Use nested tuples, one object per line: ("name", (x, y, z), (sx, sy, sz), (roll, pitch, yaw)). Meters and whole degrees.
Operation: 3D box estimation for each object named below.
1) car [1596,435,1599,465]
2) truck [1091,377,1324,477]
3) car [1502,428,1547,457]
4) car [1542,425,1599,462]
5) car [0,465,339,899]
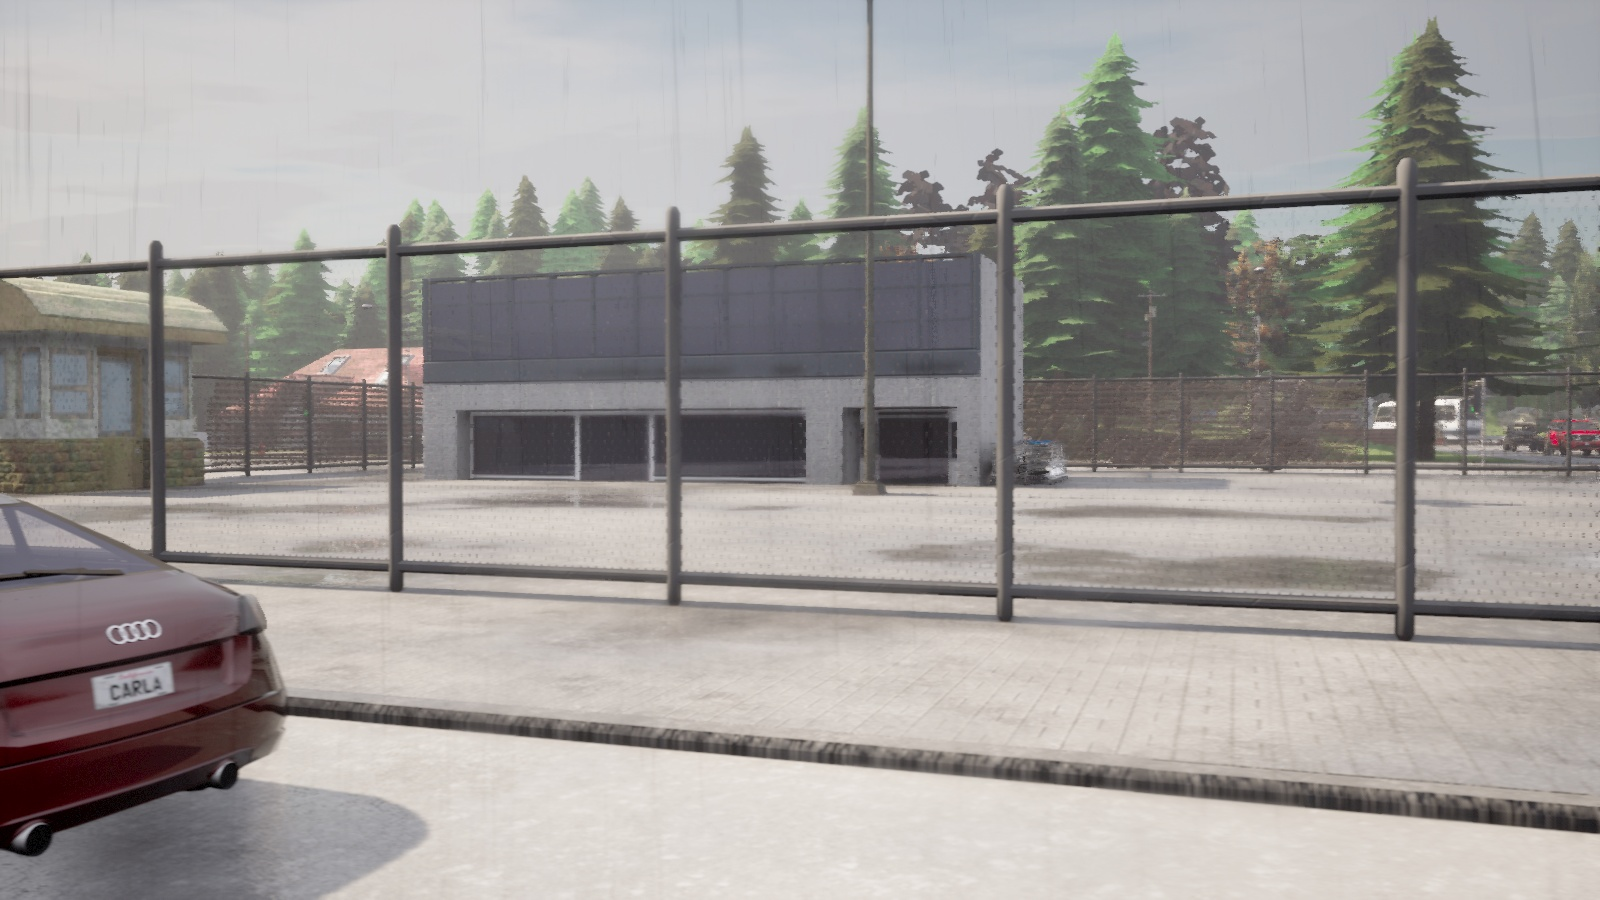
("car", (40.634, 0.040, 61.666), (1.845, 1.501, 3.633), (1, 1, 20))
("truck", (14.968, -0.845, 46.450), (7.936, 3.462, 2.891), (0, 1, 18))
("car", (48.367, -0.506, 83.914), (1.905, 1.878, 3.866), (1, 1, 19))
("car", (43.872, -0.393, 71.026), (2.150, 2.045, 5.566), (1, 1, 19))
("car", (-4.306, 0.778, 5.228), (4.181, 1.385, 1.994), (1, 1, 20))
